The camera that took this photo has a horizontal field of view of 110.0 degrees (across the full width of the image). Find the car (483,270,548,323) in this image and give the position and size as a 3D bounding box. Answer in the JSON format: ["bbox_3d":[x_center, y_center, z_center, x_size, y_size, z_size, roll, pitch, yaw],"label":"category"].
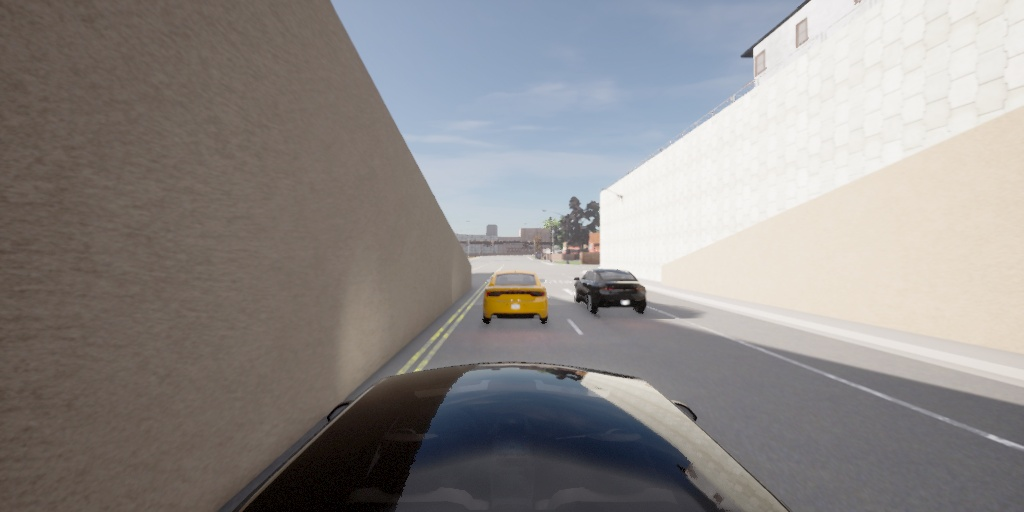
[{"bbox_3d":[0.114,1.206,12.083,1.882,1.535,5.008,0,0,0],"label":"car"}]

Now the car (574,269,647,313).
[{"bbox_3d":[3.599,1.229,13.814,1.837,1.490,4.892,0,0,0],"label":"car"}]
